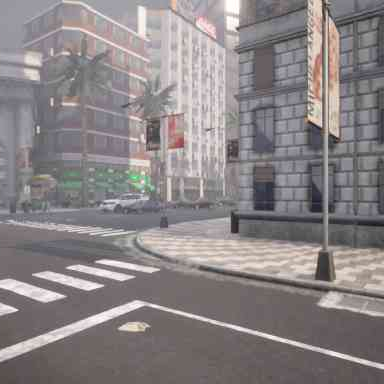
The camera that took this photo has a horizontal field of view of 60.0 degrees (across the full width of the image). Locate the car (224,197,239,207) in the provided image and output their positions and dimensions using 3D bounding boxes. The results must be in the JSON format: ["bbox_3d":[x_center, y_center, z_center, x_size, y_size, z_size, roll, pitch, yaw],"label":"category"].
[{"bbox_3d":[7.438,1.564,51.225,4.181,1.385,1.994,0,0,-43],"label":"car"}]

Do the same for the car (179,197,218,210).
[{"bbox_3d":[0.907,1.478,43.629,1.882,1.535,5.008,0,0,38],"label":"car"}]

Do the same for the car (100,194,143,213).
[{"bbox_3d":[-7.771,1.221,37.844,2.150,2.045,5.566,0,0,36],"label":"car"}]

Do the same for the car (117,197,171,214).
[{"bbox_3d":[-5.056,1.547,35.651,2.033,1.411,5.357,0,0,36],"label":"car"}]

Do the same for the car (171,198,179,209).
[{"bbox_3d":[-1.771,1.526,45.847,1.812,1.442,4.674,0,0,37],"label":"car"}]

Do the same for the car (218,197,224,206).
[{"bbox_3d":[4.881,1.492,53.605,4.902,1.511,2.128,0,0,-44],"label":"car"}]
